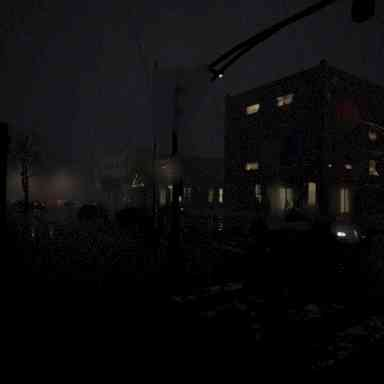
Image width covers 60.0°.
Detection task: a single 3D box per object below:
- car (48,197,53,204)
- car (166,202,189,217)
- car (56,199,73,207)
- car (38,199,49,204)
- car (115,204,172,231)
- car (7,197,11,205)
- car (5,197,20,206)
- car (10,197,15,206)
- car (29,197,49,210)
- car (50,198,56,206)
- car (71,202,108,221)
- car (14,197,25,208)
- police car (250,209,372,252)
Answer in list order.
[{"bbox_3d":[-34.817,2.137,80.482,2.192,1.841,5.009,1,-1,-35],"label":"car"},{"bbox_3d":[-2.088,1.758,34.149,1.967,1.590,4.097,1,-1,-35],"label":"car"},{"bbox_3d":[-25.272,2.111,66.901,1.967,1.590,4.097,1,-1,-35],"label":"car"},{"bbox_3d":[-38.098,2.400,85.145,1.752,1.417,4.829,1,-1,-35],"label":"car"},{"bbox_3d":[-3.346,1.614,20.917,1.887,1.381,4.507,1,-1,-35],"label":"car"},{"bbox_3d":[-35.311,2.130,66.610,1.947,1.339,4.313,1,-1,-35],"label":"car"},{"bbox_3d":[-38.492,1.929,71.139,2.192,1.841,5.009,1,-1,-35],"label":"car"},{"bbox_3d":[-32.128,2.080,62.084,1.947,1.339,4.313,1,-1,-35],"label":"car"},{"bbox_3d":[-22.710,1.890,48.582,1.752,1.417,4.829,1,-1,-35],"label":"car"},{"bbox_3d":[-28.454,2.303,71.426,1.802,1.307,4.206,1,-1,-35],"label":"car"},{"bbox_3d":[-8.524,1.728,28.280,1.802,1.307,4.206,1,-1,-35],"label":"car"},{"bbox_3d":[-29.129,2.011,57.804,1.887,1.381,4.507,1,-1,-35],"label":"car"},{"bbox_3d":[4.855,1.528,14.149,2.038,1.542,4.974,0,-1,-35],"label":"police car"}]
